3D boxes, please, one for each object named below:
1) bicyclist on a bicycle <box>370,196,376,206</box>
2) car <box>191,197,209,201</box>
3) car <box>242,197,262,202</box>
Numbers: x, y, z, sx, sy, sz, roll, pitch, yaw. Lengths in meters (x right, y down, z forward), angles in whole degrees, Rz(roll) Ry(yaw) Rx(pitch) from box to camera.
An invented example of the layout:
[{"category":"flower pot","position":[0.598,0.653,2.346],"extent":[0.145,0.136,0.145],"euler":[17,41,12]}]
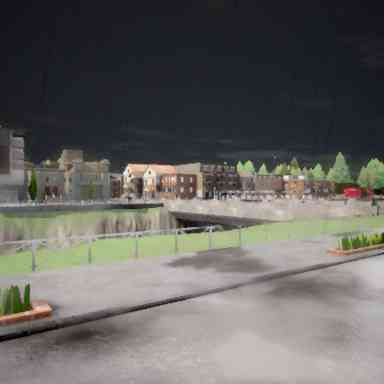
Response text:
[{"category":"bicyclist on a bicycle","position":[25.213,1.347,46.338],"extent":[1.656,1.620,0.582],"euler":[0,0,-36]},{"category":"car","position":[1.490,1.598,65.278],"extent":[1.994,1.385,4.181],"euler":[0,0,-36]},{"category":"car","position":[10.539,1.615,59.489],"extent":[1.895,1.301,4.718],"euler":[0,0,-36]}]
